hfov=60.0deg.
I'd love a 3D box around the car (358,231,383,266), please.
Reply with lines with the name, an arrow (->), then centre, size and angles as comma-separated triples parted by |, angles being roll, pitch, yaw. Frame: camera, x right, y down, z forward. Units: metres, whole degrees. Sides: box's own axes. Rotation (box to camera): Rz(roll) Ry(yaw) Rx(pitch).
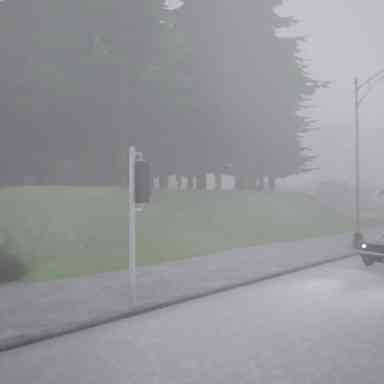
car -> 7.603, 1.827, 11.568 | 4.718, 1.301, 1.895 | 1, -2, -42
